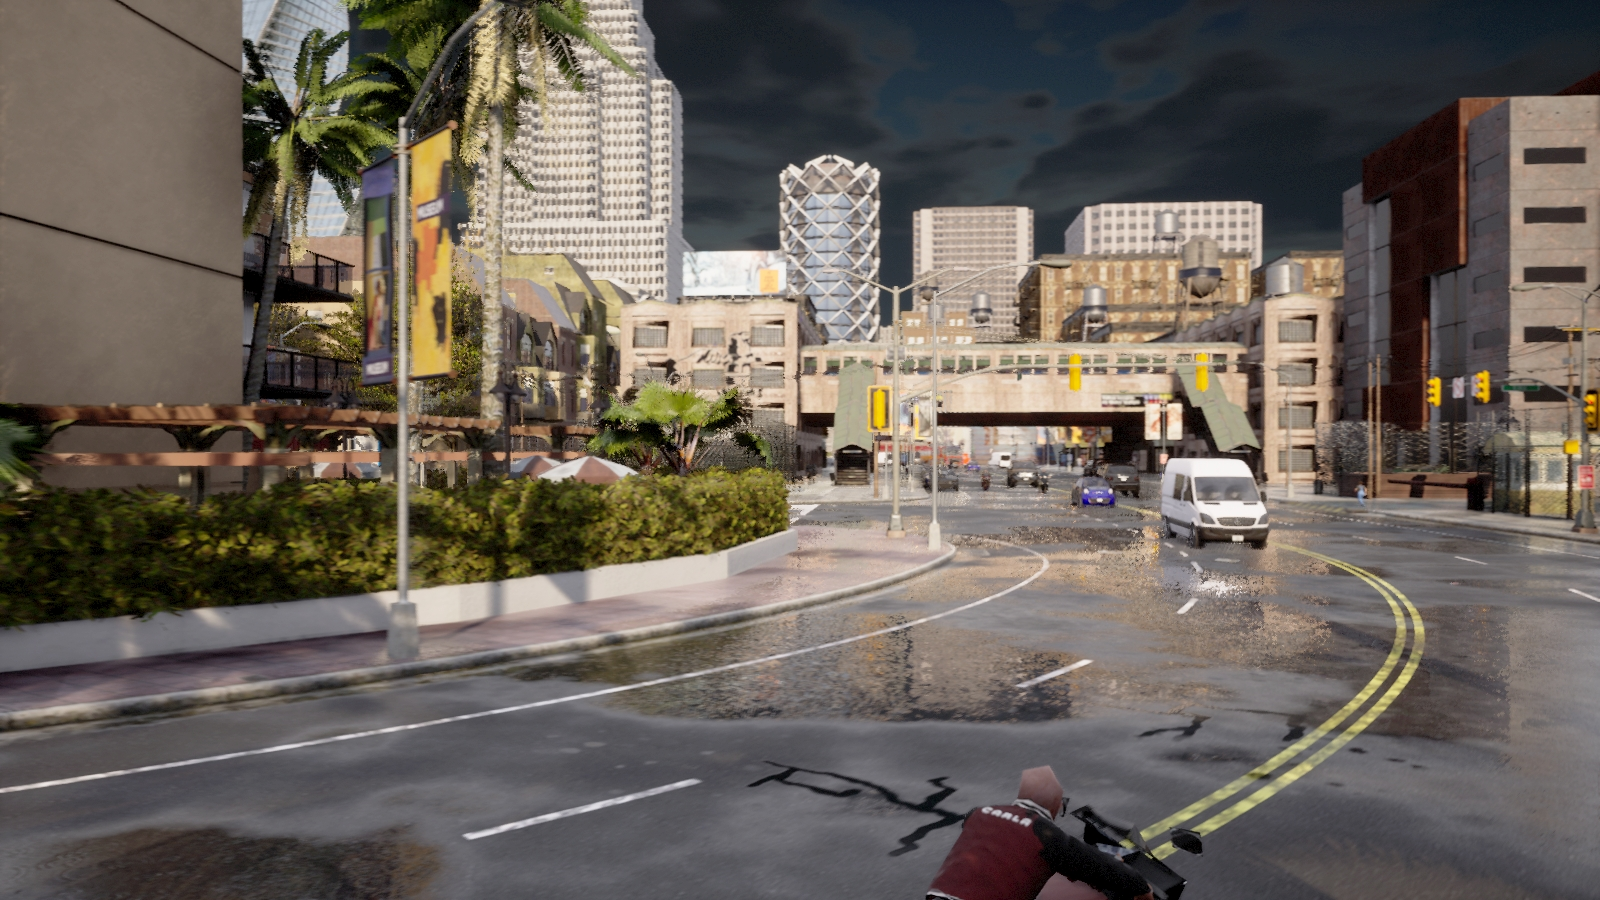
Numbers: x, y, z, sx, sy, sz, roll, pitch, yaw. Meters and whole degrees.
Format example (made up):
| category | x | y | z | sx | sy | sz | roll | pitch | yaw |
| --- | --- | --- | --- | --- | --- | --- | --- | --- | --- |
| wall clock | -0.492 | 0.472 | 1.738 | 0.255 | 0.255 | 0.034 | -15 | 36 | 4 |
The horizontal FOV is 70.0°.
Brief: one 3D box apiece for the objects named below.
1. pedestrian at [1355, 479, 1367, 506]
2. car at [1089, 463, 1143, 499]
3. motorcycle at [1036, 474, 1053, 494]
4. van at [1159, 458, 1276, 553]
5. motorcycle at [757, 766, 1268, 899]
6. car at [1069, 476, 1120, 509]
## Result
| category | x | y | z | sx | sy | sz | roll | pitch | yaw |
| --- | --- | --- | --- | --- | --- | --- | --- | --- | --- |
| pedestrian | 26.366 | 1.994 | 53.670 | 0.375 | 1.300 | 0.375 | 0 | 0 | 2 |
| car | 19.008 | 1.808 | 68.912 | 2.150 | 2.045 | 5.566 | 0 | 0 | 5 |
| motorcycle | 16.022 | 2.214 | 74.995 | 0.856 | 1.236 | 1.805 | 0 | 0 | 5 |
| van | 12.380 | 1.547 | 34.284 | 1.988 | 2.561 | 5.915 | 0 | 0 | 7 |
| motorcycle | 0.962 | 2.207 | 4.680 | 2.209 | 1.251 | 0.867 | 0 | -1 | -41 |
| car | 14.377 | 2.061 | 56.003 | 1.845 | 1.501 | 3.633 | 0 | 0 | 5 |
